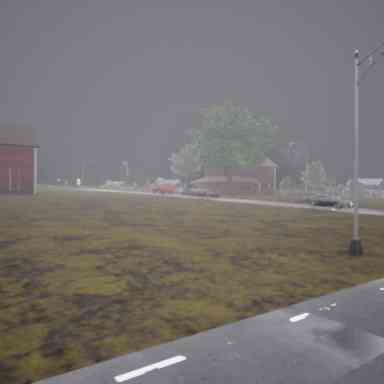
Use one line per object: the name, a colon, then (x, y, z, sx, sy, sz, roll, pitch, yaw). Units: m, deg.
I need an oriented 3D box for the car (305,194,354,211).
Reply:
car: (13.895, 0.993, 33.788, 2.128, 1.511, 4.902, 1, 2, -36)

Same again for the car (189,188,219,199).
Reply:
car: (2.068, 0.363, 50.365, 1.895, 1.301, 4.718, 1, 2, -35)

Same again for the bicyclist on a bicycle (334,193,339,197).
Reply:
bicyclist on a bicycle: (17.127, 0.907, 39.561, 1.656, 1.620, 0.582, 1, 1, -36)

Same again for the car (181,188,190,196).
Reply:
car: (-0.128, 0.034, 58.409, 1.812, 1.442, 4.674, 1, 2, -35)

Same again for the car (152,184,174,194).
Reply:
car: (-5.806, -0.597, 66.265, 2.150, 2.045, 5.566, 1, 2, -36)
